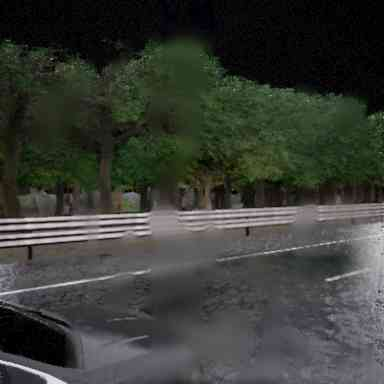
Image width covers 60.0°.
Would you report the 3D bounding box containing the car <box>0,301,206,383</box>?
[{"bbox_3d":[-2.122,1.505,2.231,4.892,1.490,1.837,0,0,-35],"label":"car"}]
